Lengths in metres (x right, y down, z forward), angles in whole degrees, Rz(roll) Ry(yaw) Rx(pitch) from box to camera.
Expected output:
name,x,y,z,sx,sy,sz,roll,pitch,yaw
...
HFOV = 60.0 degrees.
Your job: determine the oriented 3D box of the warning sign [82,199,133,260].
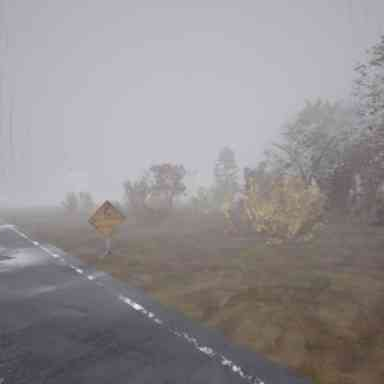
name,x,y,z,sx,sy,sz,roll,pitch,yaw
warning sign,-2.839,1.198,11.172,1.300,1.860,1.060,-2,0,-34
